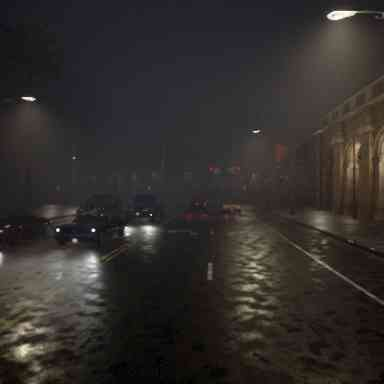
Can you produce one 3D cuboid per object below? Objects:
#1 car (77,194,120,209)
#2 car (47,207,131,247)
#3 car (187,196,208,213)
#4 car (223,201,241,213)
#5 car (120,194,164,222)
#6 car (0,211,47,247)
[{"bbox_3d":[-7.160,1.215,26.427,2.150,2.045,5.566,0,0,4],"label":"car"},{"bbox_3d":[-4.452,1.597,15.270,1.895,1.301,4.718,0,0,4],"label":"car"},{"bbox_3d":[0.692,1.341,36.372,2.097,1.767,4.553,0,0,4],"label":"car"},{"bbox_3d":[4.261,1.589,36.019,1.895,1.301,4.718,0,0,5],"label":"car"},{"bbox_3d":[-3.638,1.214,26.391,2.150,2.045,5.566,0,0,5],"label":"car"},{"bbox_3d":[-7.987,1.561,14.853,1.994,1.385,4.181,0,0,4],"label":"car"}]
